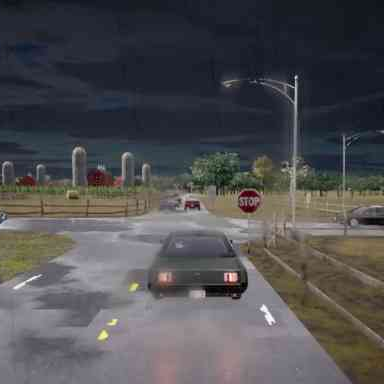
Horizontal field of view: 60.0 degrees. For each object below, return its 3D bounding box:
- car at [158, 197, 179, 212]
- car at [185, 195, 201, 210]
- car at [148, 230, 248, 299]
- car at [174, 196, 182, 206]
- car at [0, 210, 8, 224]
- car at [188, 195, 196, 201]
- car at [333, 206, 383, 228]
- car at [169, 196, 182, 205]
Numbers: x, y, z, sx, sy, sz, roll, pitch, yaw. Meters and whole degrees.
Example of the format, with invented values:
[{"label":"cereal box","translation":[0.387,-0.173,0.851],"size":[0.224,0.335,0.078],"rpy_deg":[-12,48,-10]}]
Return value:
[{"label":"car","translation":[-2.785,1.575,38.172],"size":[1.895,1.301,4.718],"rpy_deg":[0,0,-1]},{"label":"car","translation":[0.079,1.445,43.328],"size":[1.882,1.535,5.008],"rpy_deg":[0,0,0]},{"label":"car","translation":[0.107,1.598,8.360],"size":[1.895,1.301,4.718],"rpy_deg":[0,0,0]},{"label":"car","translation":[-2.818,1.523,48.245],"size":[1.994,1.385,4.181],"rpy_deg":[0,0,0]},{"label":"car","translation":[-14.056,1.319,20.819],"size":[4.674,1.442,1.812],"rpy_deg":[1,1,0]},{"label":"car","translation":[0.038,1.450,78.601],"size":[1.994,1.385,4.181],"rpy_deg":[0,0,0]},{"label":"car","translation":[12.716,1.751,23.950],"size":[4.892,1.490,1.837],"rpy_deg":[1,1,0]},{"label":"car","translation":[-2.798,1.488,58.719],"size":[2.033,1.411,5.357],"rpy_deg":[0,0,0]}]
